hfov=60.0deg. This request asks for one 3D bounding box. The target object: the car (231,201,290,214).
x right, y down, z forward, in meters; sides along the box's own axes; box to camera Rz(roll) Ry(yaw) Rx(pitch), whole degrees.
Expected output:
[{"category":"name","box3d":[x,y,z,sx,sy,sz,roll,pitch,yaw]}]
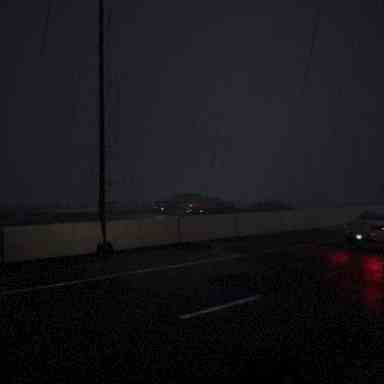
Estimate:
[{"category":"car","box3d":[5.602,1.410,25.183,4.892,1.490,1.837,0,0,-35]}]

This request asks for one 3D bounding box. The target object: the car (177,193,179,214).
[{"category":"car","box3d":[0.911,1.258,30.434,4.553,1.767,2.097,0,0,-35]}]

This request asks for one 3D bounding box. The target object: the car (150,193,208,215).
[{"category":"car","box3d":[-1.242,1.129,33.197,5.566,2.045,2.150,0,0,-35]}]

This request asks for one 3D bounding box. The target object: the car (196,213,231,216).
[{"category":"car","box3d":[2.016,1.510,26.925,4.718,1.301,1.895,0,0,-35]}]

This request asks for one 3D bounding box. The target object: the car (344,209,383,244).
[{"category":"car","box3d":[8.176,1.444,13.892,4.674,1.442,1.812,0,0,-36]}]
